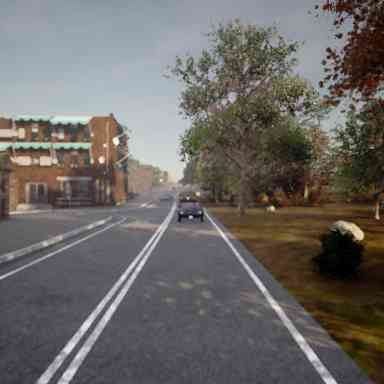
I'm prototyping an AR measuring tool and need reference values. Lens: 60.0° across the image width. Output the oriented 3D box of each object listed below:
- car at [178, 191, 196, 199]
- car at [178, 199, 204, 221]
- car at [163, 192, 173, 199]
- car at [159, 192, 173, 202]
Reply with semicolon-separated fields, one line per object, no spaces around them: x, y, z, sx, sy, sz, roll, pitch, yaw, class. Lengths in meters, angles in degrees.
-0.589;0.910;43.644;2.150;2.045;5.566;0;1;-2;car
-0.117;1.440;25.341;1.895;1.301;4.718;0;0;-1;car
-5.246;0.722;73.519;1.994;1.385;4.181;0;1;-3;car
-4.544;1.056;57.815;1.994;1.385;4.181;0;1;-2;car
